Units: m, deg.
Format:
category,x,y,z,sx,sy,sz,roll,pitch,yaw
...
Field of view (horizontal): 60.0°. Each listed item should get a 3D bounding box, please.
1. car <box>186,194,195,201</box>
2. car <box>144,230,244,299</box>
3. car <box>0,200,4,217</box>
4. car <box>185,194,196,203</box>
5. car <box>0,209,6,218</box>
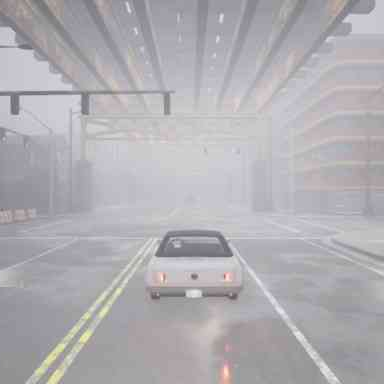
category,x,y,z,sx,sy,sz,roll,pitch,yaw
car,-0.320,1.288,77.853,1.882,1.535,5.008,0,1,0
car,0.046,1.598,8.390,1.895,1.301,4.718,0,0,0
car,-16.912,1.288,25.029,4.536,1.218,1.853,0,0,-20
car,-0.277,1.420,67.439,1.837,1.490,4.892,0,0,0
car,-16.863,1.445,25.047,4.974,1.542,2.038,0,0,-20
